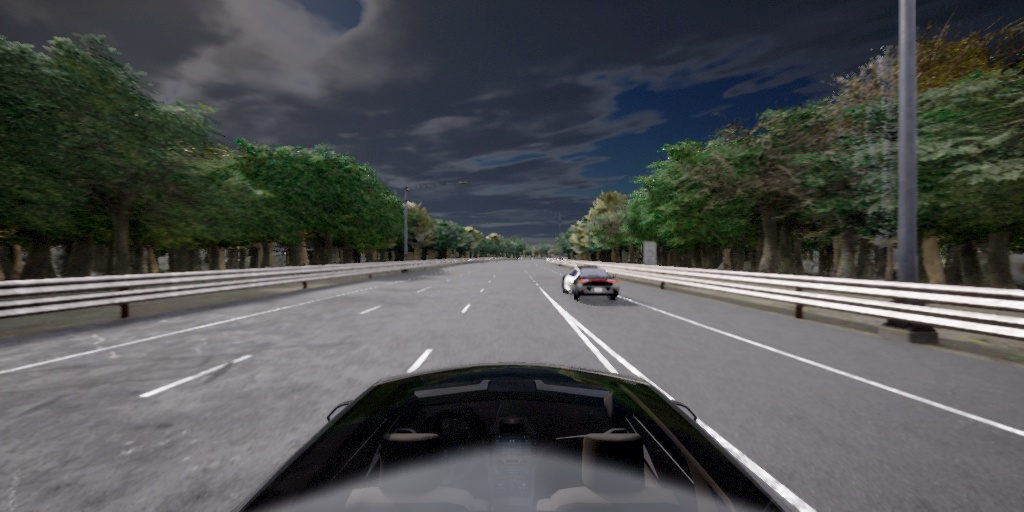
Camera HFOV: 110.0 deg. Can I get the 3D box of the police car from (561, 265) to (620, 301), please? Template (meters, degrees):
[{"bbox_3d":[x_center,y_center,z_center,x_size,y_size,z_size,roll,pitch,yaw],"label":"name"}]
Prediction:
[{"bbox_3d":[3.639,1.246,17.617,2.038,1.542,4.974,0,0,-1],"label":"police car"}]
